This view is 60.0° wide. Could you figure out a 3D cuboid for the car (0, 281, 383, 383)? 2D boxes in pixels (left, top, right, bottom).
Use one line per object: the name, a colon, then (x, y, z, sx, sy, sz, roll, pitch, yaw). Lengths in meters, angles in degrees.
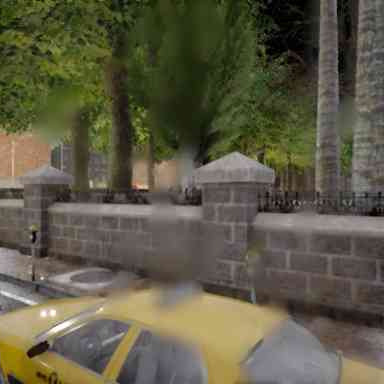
car: (-0.343, 1.510, 3.061, 4.829, 1.417, 1.752, 1, 0, 35)
